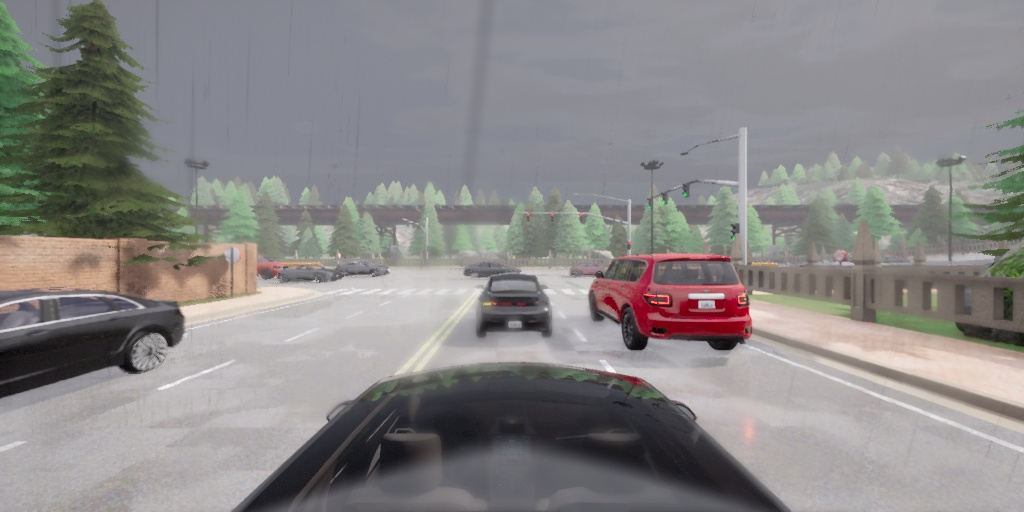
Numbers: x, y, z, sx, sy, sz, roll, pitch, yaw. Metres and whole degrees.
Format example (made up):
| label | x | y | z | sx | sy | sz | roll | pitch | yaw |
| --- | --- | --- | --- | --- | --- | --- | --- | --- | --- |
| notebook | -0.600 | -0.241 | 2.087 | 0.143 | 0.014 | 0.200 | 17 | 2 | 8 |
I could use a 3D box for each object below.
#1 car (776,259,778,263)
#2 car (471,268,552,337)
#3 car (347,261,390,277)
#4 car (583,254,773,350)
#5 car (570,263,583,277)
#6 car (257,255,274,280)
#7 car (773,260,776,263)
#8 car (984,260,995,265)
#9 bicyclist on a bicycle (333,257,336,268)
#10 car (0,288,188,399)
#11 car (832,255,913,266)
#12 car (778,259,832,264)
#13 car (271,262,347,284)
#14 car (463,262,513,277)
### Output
| label | x | y | z | sx | sy | sz | roll | pitch | yaw |
| --- | --- | --- | --- | --- | --- | --- | --- | --- | --- |
| car | 34.766 | 1.220 | 48.059 | 4.892 | 1.490 | 1.837 | 0 | 0 | 0 |
| car | 0.023 | 1.251 | 10.260 | 1.837 | 1.490 | 4.892 | 0 | 0 | -1 |
| car | -13.995 | 1.228 | 33.759 | 4.902 | 1.511 | 2.128 | 0 | 0 | 0 |
| car | 3.519 | 0.968 | 9.158 | 2.150 | 2.045 | 5.566 | 0 | 0 | 0 |
| car | 7.538 | 1.300 | 33.791 | 4.181 | 1.385 | 1.994 | 0 | 0 | 0 |
| car | -21.713 | 0.960 | 30.246 | 5.566 | 2.045 | 2.150 | 0 | 0 | 0 |
| car | 29.247 | 1.223 | 44.535 | 4.902 | 1.511 | 2.128 | 0 | 0 | 0 |
| car | 47.607 | 0.832 | 33.954 | 4.674 | 1.442 | 1.812 | -3 | 0 | 0 |
| bicyclist on a bicycle | -27.397 | 1.028 | 55.722 | 0.582 | 1.620 | 1.656 | 0 | 0 | 0 |
| car | -7.098 | 1.240 | 4.744 | 2.128 | 1.511 | 4.902 | 0 | 0 | 0 |
| car | 31.033 | 0.961 | 30.342 | 5.566 | 2.045 | 2.150 | 0 | 0 | 0 |
| car | 34.189 | 1.270 | 41.059 | 5.357 | 1.411 | 2.033 | 0 | 0 | 0 |
| car | -15.041 | 1.303 | 26.757 | 4.181 | 1.385 | 1.994 | 0 | 0 | 0 |
| car | -1.630 | 1.243 | 30.278 | 4.892 | 1.490 | 1.837 | 0 | 0 | 0 |
